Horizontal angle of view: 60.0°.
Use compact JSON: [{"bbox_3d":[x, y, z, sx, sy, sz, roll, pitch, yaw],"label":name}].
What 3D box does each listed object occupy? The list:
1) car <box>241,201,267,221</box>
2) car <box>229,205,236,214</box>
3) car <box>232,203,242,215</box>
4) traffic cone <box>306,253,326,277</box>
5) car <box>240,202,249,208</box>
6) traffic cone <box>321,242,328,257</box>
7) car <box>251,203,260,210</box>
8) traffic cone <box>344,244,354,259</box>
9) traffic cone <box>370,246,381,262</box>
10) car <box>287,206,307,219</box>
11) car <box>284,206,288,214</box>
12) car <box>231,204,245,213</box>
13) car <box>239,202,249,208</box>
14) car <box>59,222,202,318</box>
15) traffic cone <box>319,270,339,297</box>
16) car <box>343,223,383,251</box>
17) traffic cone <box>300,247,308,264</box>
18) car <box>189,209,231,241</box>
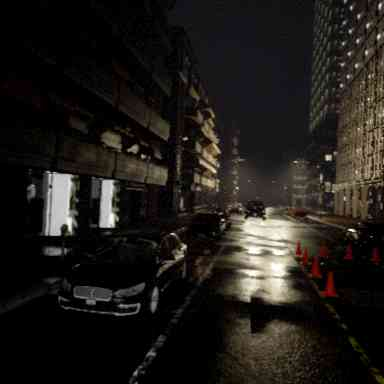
[{"bbox_3d":[6.890,1.982,36.133,2.150,2.045,5.566,3,-1,11],"label":"car"},{"bbox_3d":[1.915,1.893,23.970,1.752,1.417,4.829,3,-1,11],"label":"car"},{"bbox_3d":[6.150,2.282,46.333,1.967,1.590,4.097,3,-1,11],"label":"car"},{"bbox_3d":[3.761,2.260,10.109,0.340,0.580,0.340,3,-1,11],"label":"traffic cone"},{"bbox_3d":[13.493,3.232,85.173,2.008,1.369,4.403,3,-1,11],"label":"car"},{"bbox_3d":[5.485,2.389,13.851,0.340,0.580,0.340,3,-1,11],"label":"traffic cone"},{"bbox_3d":[14.153,3.145,74.189,1.994,1.385,4.181,3,-1,11],"label":"car"},{"bbox_3d":[6.467,2.437,13.665,0.340,0.580,0.340,3,-1,11],"label":"traffic cone"},{"bbox_3d":[7.448,2.484,13.478,0.340,0.580,0.340,3,-1,11],"label":"traffic cone"},{"bbox_3d":[14.368,2.786,44.767,1.887,1.381,4.507,3,-1,11],"label":"car"},{"bbox_3d":[16.467,3.029,55.865,2.008,1.369,4.403,3,-1,11],"label":"car"},{"bbox_3d":[7.193,2.542,51.880,1.802,1.307,4.206,3,-1,11],"label":"car"},{"bbox_3d":[12.442,3.111,79.625,2.008,1.369,4.403,3,-1,11],"label":"car"},{"bbox_3d":[-1.205,1.573,7.489,2.008,1.369,4.403,3,-1,11],"label":"car"},{"bbox_3d":[3.389,2.219,8.144,0.340,0.580,0.340,3,-1,11],"label":"traffic cone"},{"bbox_3d":[9.118,2.219,17.023,1.947,1.339,4.313,3,-1,11],"label":"car"},{"bbox_3d":[4.133,2.301,12.074,0.340,0.580,0.340,3,-1,11],"label":"traffic cone"},{"bbox_3d":[0.894,1.820,18.587,1.947,1.339,4.313,3,-1,11],"label":"car"}]
